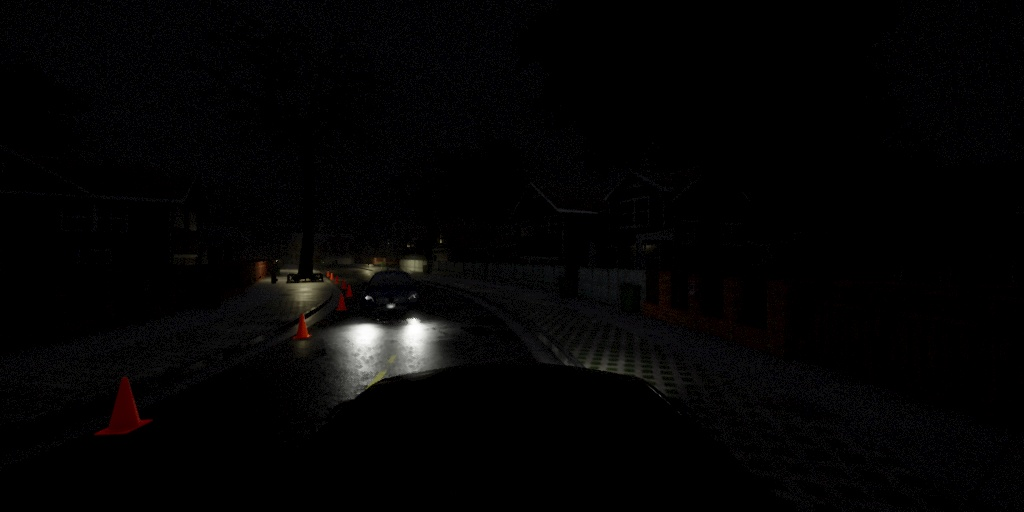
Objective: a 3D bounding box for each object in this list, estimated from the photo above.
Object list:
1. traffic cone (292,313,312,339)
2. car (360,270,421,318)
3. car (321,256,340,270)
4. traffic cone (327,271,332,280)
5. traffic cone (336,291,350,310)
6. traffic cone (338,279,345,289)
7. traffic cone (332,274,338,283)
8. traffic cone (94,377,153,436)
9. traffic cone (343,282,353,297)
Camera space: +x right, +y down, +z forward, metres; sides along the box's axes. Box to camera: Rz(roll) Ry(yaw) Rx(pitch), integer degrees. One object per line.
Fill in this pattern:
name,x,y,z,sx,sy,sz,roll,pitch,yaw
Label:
traffic cone,-5.162,1.707,8.826,0.340,0.580,0.340,0,0,-11
car,-4.445,1.278,13.276,1.812,1.442,4.674,0,0,-18
car,-24.552,0.913,48.420,2.097,1.767,4.553,0,0,-30
traffic cone,-15.360,1.711,30.591,0.340,0.580,0.340,0,0,-30
traffic cone,-6.360,1.707,13.383,0.340,0.580,0.340,0,0,-18
traffic cone,-10.296,1.709,21.968,0.340,0.580,0.340,0,0,-30
traffic cone,-12.828,1.710,26.280,0.340,0.580,0.340,0,0,-30
traffic cone,-4.497,1.706,4.161,0.340,0.580,0.340,0,0,-5
traffic cone,-8.074,1.708,17.772,0.340,0.580,0.340,0,0,-25
